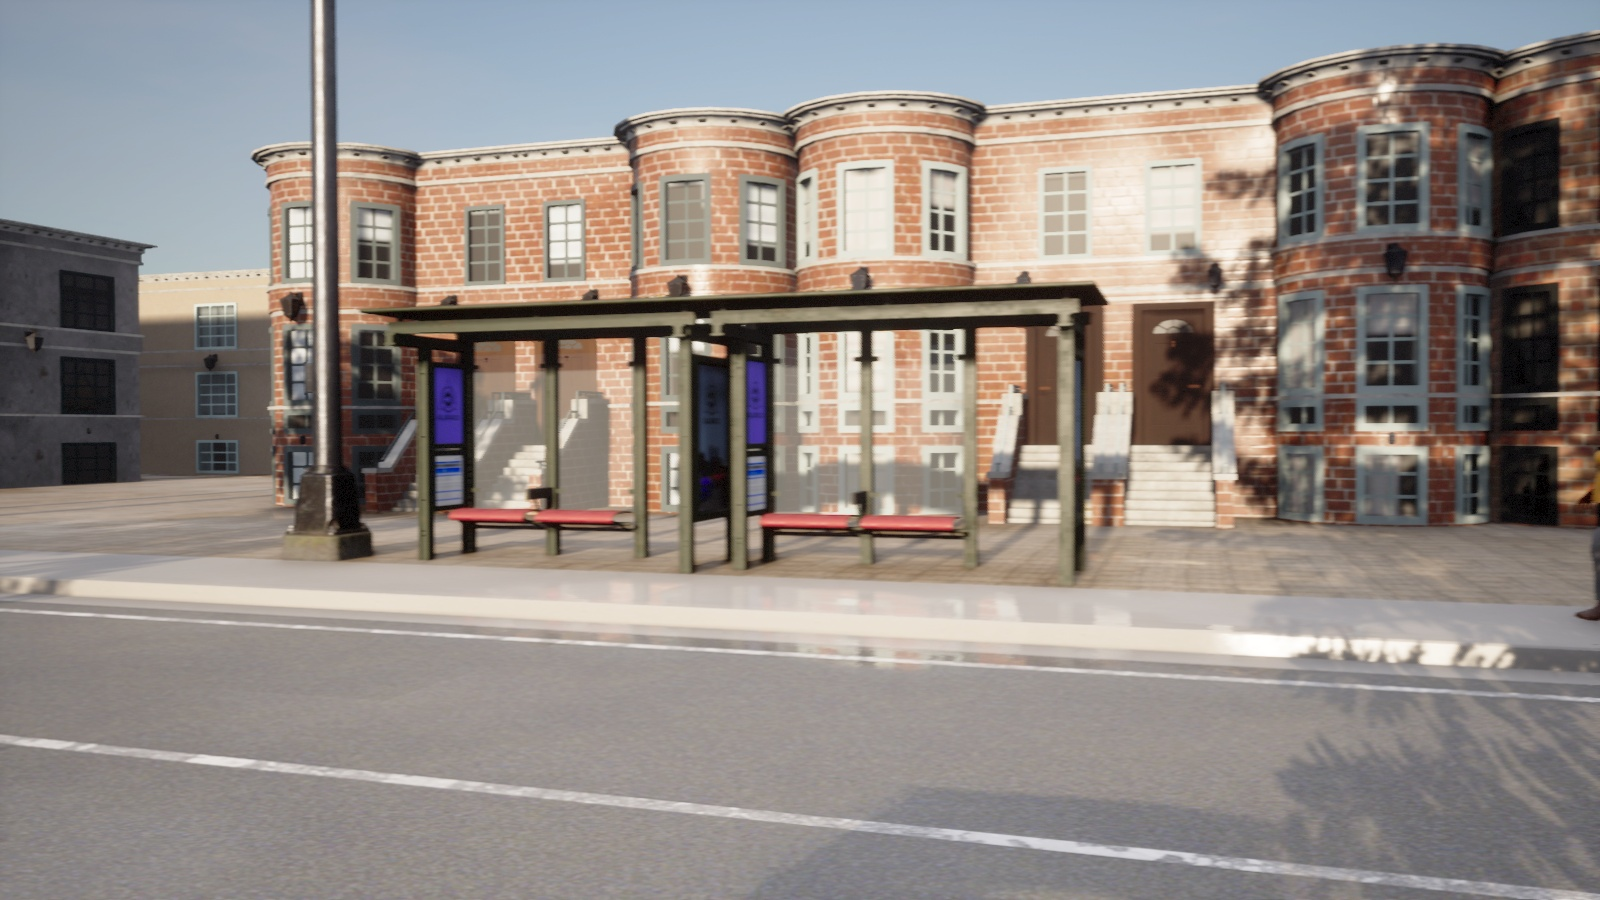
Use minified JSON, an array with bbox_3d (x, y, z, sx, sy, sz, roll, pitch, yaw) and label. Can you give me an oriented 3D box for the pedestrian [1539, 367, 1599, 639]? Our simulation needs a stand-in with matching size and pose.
[{"bbox_3d":[5.870,0.360,8.899,0.900,1.855,0.874,1,1,18],"label":"pedestrian"}]
